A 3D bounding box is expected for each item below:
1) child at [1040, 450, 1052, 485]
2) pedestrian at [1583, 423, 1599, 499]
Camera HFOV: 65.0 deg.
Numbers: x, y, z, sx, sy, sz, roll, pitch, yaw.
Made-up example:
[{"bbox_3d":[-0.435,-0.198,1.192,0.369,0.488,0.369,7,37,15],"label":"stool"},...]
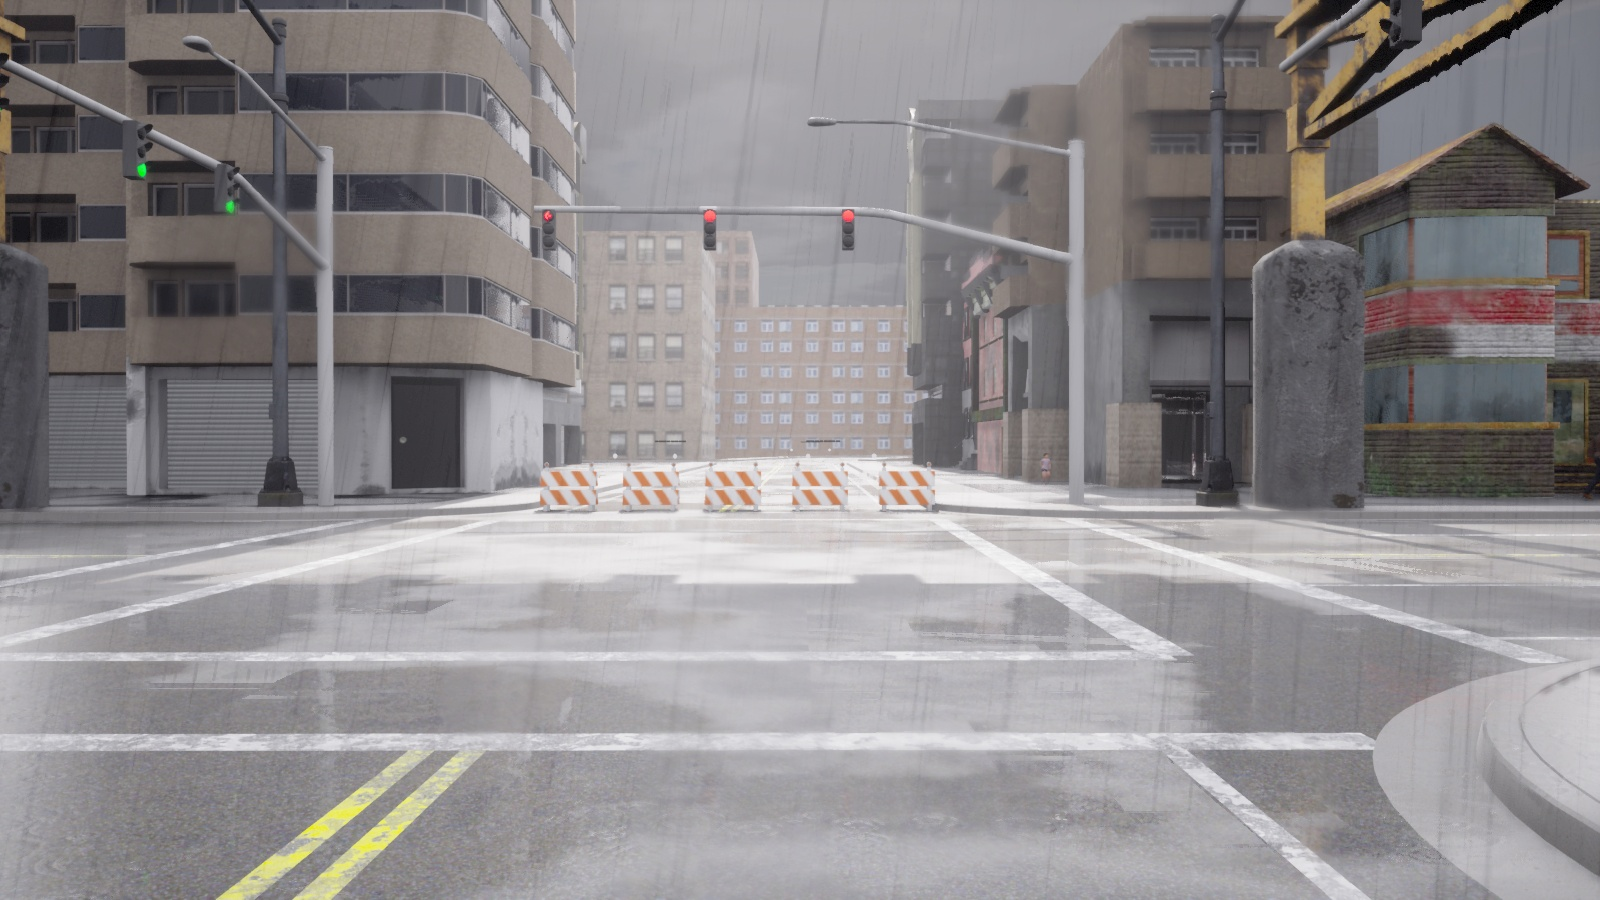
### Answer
[{"bbox_3d":[7.939,0.569,40.532,0.255,1.110,0.394,0,0,-13],"label":"child"},{"bbox_3d":[19.052,0.259,29.690,0.869,1.805,0.328,0,0,5],"label":"pedestrian"}]
